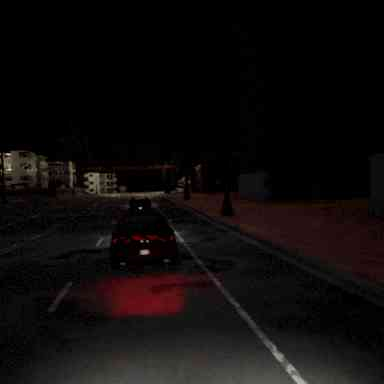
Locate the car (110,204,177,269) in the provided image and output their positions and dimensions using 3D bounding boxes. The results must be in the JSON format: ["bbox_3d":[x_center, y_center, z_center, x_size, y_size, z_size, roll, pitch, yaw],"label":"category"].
[{"bbox_3d":[-1.653,1.411,11.234,1.882,1.535,5.008,-2,1,-9],"label":"car"}]

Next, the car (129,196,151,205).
[{"bbox_3d":[-4.883,1.045,31.218,1.895,1.301,4.718,-2,2,-9],"label":"car"}]
